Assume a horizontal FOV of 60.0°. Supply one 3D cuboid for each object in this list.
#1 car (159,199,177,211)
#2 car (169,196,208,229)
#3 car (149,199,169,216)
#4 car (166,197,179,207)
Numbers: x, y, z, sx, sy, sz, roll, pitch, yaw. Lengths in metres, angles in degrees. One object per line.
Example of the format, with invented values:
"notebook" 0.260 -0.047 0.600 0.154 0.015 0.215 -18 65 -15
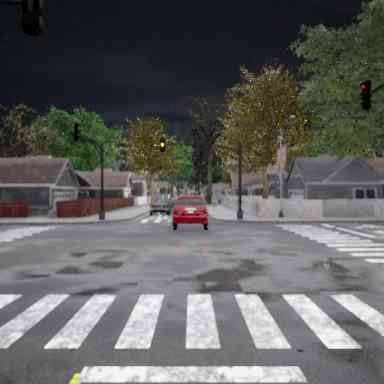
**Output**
"car" -3.060 1.630 43.320 1.994 1.385 4.181 0 0 0
"car" -0.117 1.245 21.874 2.150 2.045 5.566 0 0 -1
"car" -3.068 1.595 33.432 2.033 1.411 5.357 0 0 0
"car" -3.091 1.612 53.571 1.812 1.442 4.674 0 0 0
